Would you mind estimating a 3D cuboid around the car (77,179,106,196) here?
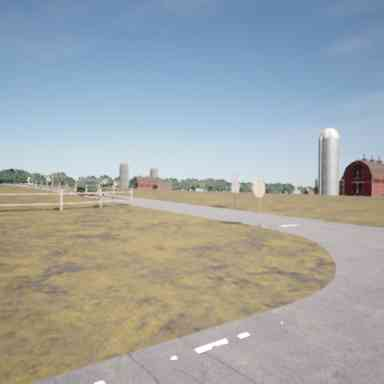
[{"bbox_3d":[-12.668,-0.554,41.644,2.150,2.045,5.566,1,2,-36],"label":"car"}]
